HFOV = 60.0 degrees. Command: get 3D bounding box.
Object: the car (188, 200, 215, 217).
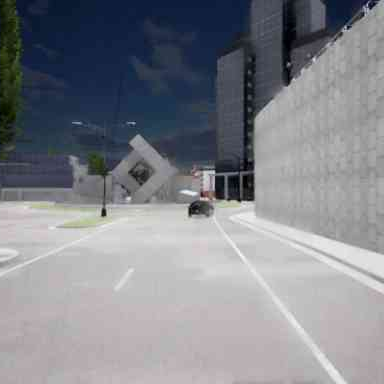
[{"bbox_3d":[0.984,1.532,31.878,1.882,1.535,5.008,-1,0,13],"label":"car"}]
